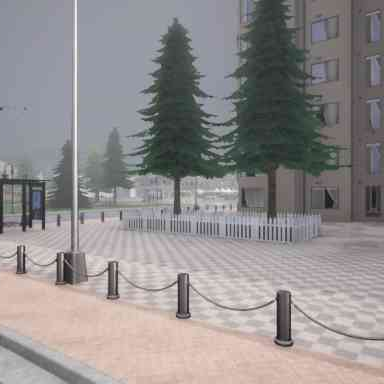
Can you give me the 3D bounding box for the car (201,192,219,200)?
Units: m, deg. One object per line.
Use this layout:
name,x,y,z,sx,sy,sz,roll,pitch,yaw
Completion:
car,5.185,1.384,91.418,3.806,1.475,1.970,0,0,35

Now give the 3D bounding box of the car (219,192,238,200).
car,9.547,1.374,84.715,3.633,1.501,1.845,0,0,35
